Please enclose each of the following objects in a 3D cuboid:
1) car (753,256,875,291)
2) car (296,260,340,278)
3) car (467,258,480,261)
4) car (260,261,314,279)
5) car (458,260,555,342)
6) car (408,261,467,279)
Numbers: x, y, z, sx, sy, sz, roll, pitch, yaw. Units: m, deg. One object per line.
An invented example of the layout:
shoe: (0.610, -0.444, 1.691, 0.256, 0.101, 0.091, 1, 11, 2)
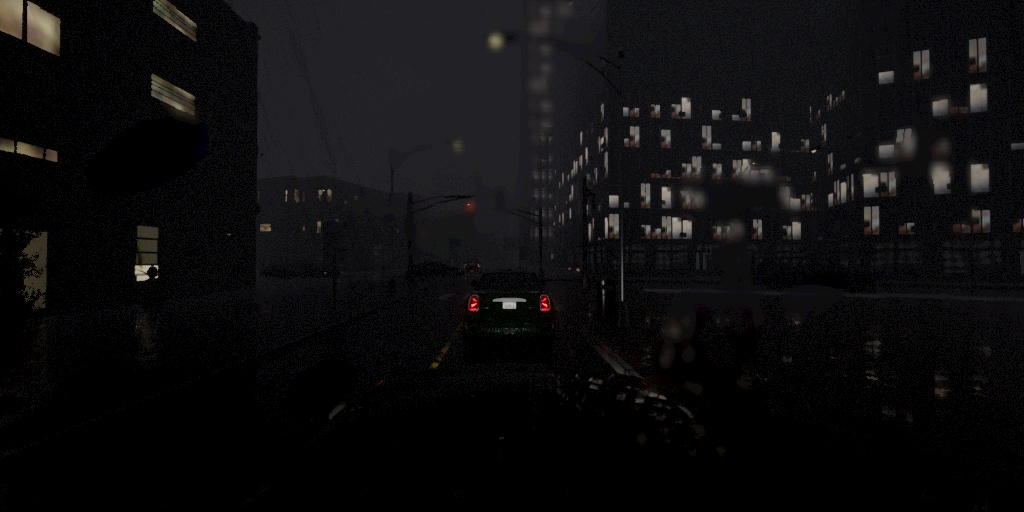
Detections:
car: (16.019, 0.930, 19.361, 5.009, 1.841, 2.192, 0, 0, 19)
car: (-18.513, 1.143, 33.728, 4.553, 1.767, 2.097, 0, -1, 19)
car: (-4.730, 1.111, 42.718, 2.097, 1.767, 4.553, 0, 0, -5)
car: (-20.171, 1.320, 31.669, 4.313, 1.339, 1.948, 0, 0, 19)
car: (-0.089, 1.104, 9.972, 2.097, 1.767, 4.553, 0, 0, -1)
car: (-6.782, 1.272, 32.219, 4.892, 1.490, 1.837, -1, 0, -10)
